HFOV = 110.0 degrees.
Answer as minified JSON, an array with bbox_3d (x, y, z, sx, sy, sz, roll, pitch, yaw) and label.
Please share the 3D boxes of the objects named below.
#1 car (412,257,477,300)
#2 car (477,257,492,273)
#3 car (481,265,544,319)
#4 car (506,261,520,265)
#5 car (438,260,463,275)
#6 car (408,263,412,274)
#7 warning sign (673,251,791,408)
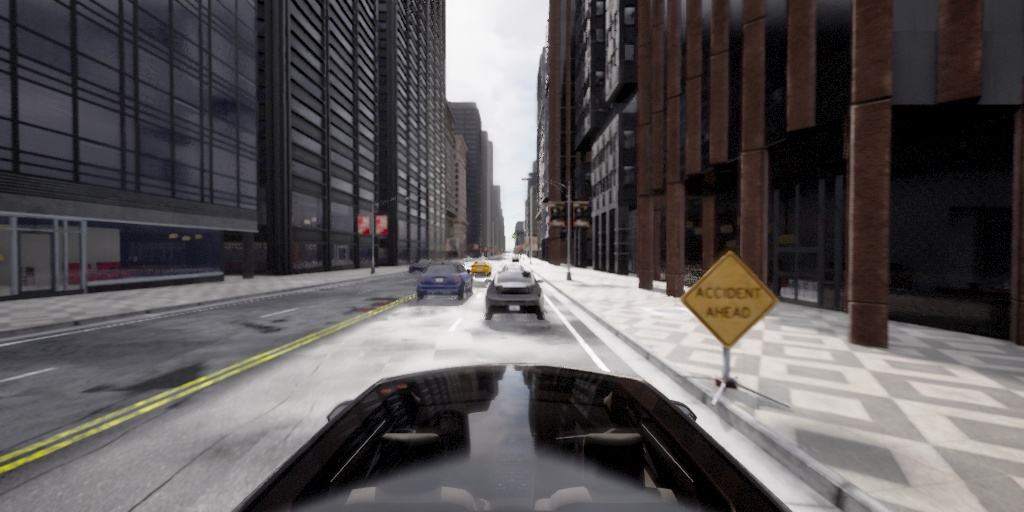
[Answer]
[{"bbox_3d":[-3.162,1.086,17.736,2.097,1.767,4.553,0,0,0],"label":"car"},{"bbox_3d":[-3.168,1.193,37.342,1.882,1.535,5.008,0,0,0],"label":"car"},{"bbox_3d":[0.084,1.246,12.759,1.837,1.490,4.892,0,0,0],"label":"car"},{"bbox_3d":[0.081,1.325,30.172,1.895,1.301,4.718,0,0,0],"label":"car"},{"bbox_3d":[-6.610,1.190,39.264,1.882,1.535,5.008,0,0,0],"label":"car"},{"bbox_3d":[-9.858,1.064,39.447,2.097,1.767,4.553,0,0,0],"label":"car"},{"bbox_3d":[2.848,0.863,4.781,1.300,1.860,1.060,0,0,0],"label":"warning sign"}]
